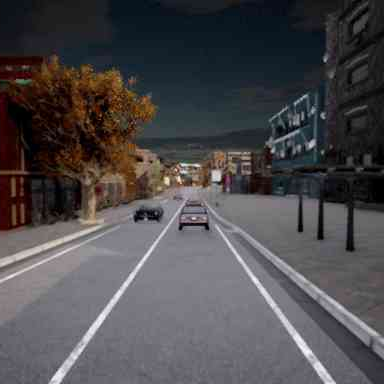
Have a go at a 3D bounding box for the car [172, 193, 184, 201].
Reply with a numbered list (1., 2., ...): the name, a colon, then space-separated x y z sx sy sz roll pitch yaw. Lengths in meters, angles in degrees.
1. car: -2.747 0.924 65.811 1.837 1.490 4.892 0 1 1

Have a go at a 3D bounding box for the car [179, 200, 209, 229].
1. car: 0.118 1.507 21.119 2.033 1.411 5.357 0 0 0

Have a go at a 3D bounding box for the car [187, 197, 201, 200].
1. car: 0.204 1.330 42.844 1.895 1.301 4.718 0 1 0

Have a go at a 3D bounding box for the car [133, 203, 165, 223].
1. car: -3.179 1.533 25.104 1.895 1.301 4.718 0 0 0
